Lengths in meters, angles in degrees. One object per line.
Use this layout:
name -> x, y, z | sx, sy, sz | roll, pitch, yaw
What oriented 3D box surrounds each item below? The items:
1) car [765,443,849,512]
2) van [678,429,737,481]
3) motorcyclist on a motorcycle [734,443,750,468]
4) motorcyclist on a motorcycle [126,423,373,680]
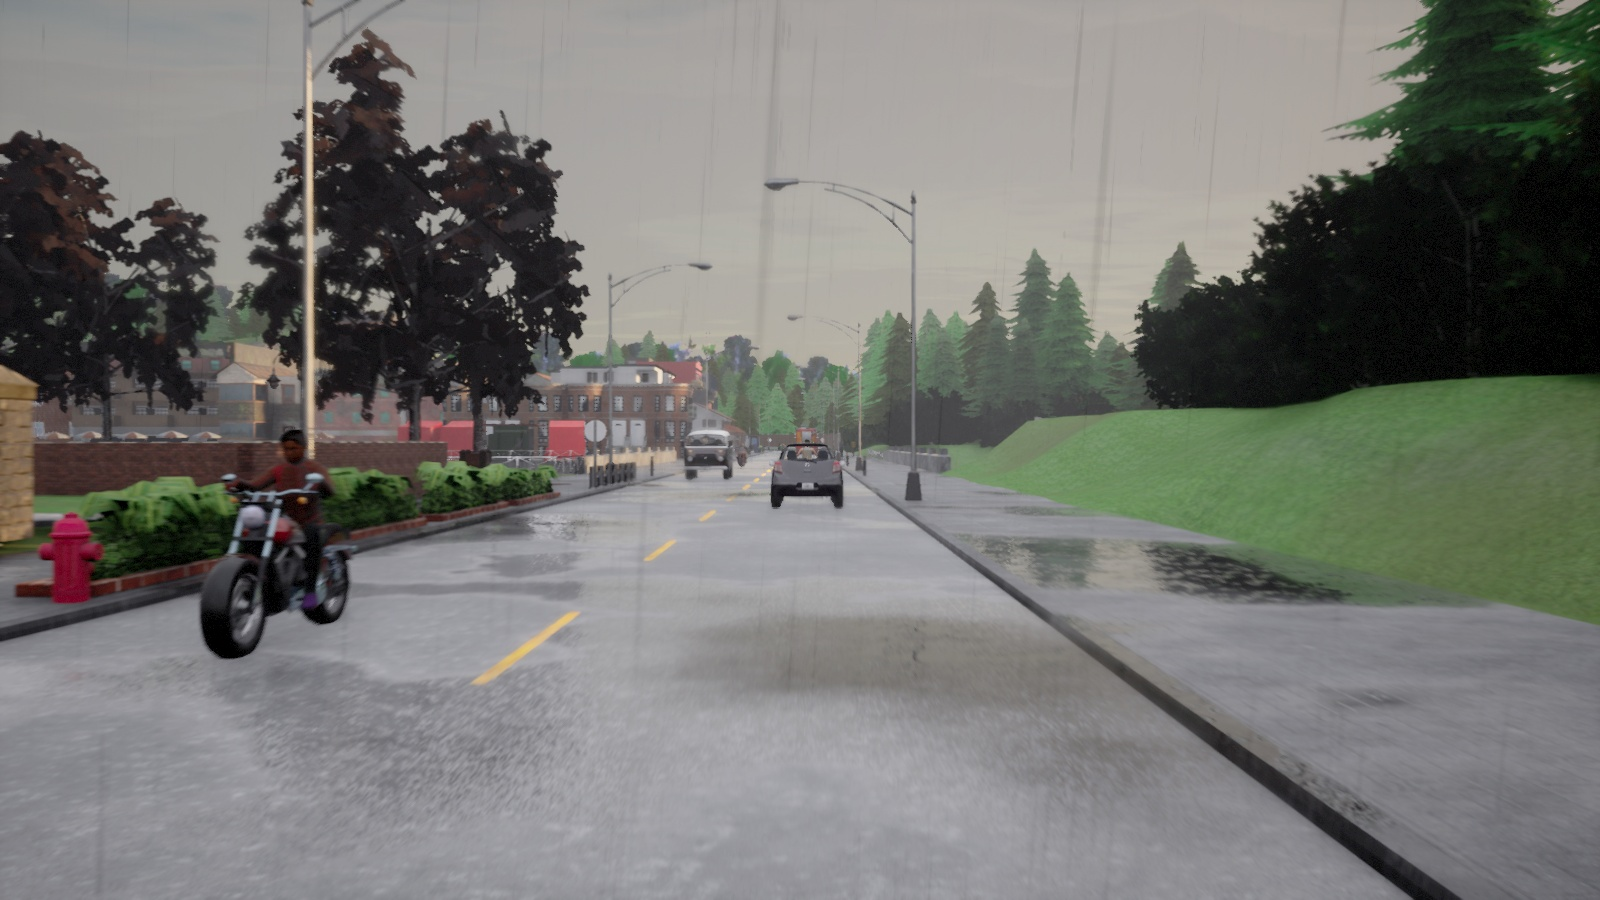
car -> 0.171, 0.596, 29.401 | 1.845, 1.501, 3.633 | 0, 0, 0
van -> -3.714, 0.180, 51.186 | 2.069, 2.038, 4.480 | 0, 1, 0
motorcyclist on a motorcycle -> -3.576, 0.349, 77.190 | 0.866, 1.530, 2.191 | 0, 0, 0
motorcyclist on a motorcycle -> -3.936, 0.642, 9.242 | 0.766, 1.649, 2.350 | 0, 0, 0
